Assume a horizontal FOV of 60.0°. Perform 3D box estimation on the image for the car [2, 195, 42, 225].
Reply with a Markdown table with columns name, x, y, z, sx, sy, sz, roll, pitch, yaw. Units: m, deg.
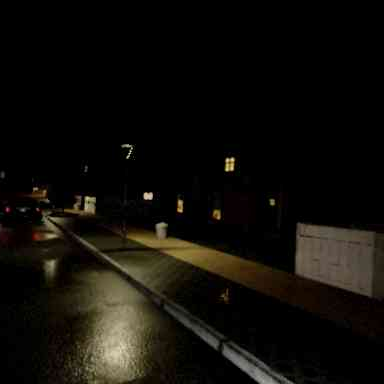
| name | x | y | z | sx | sy | sz | roll | pitch | yaw |
| --- | --- | --- | --- | --- | --- | --- | --- | --- | --- |
| car | -10.681 | 1.032 | 20.876 | 2.097 | 1.767 | 4.553 | 2 | 0 | -29 |

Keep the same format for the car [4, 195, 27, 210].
| name | x | y | z | sx | sy | sz | roll | pitch | yaw |
| --- | --- | --- | --- | --- | --- | --- | --- | --- | --- |
| car | -18.222 | 1.038 | 34.270 | 1.994 | 1.385 | 4.181 | 2 | 0 | -29 |
